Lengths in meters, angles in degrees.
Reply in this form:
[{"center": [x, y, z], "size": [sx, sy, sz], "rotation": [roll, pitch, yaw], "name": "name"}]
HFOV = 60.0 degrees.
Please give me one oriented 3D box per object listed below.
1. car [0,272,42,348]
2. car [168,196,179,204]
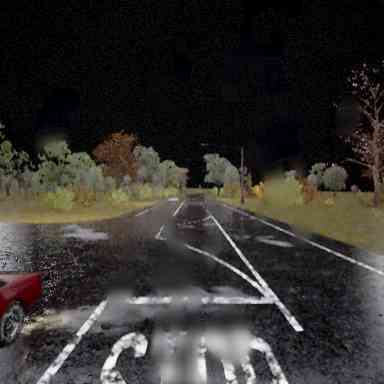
[{"center": [-3.517, 1.600, 3.507], "size": [1.895, 1.301, 4.718], "rotation": [0, 0, 0], "name": "car"}, {"center": [-3.503, 1.491, 62.889], "size": [1.895, 1.301, 4.718], "rotation": [0, 0, 0], "name": "car"}]
